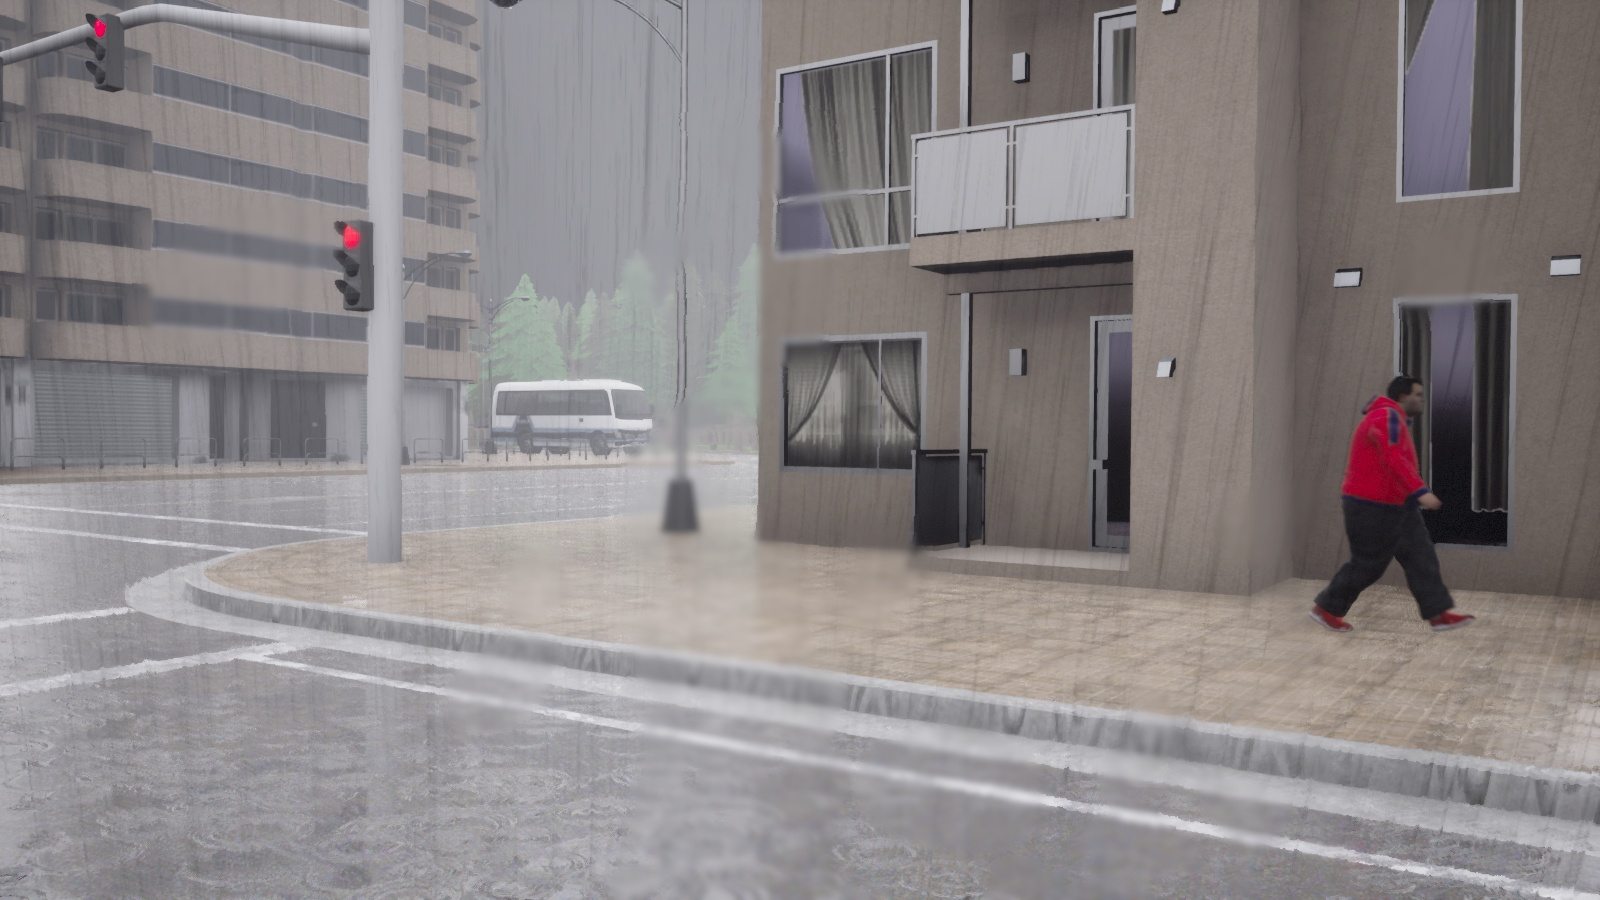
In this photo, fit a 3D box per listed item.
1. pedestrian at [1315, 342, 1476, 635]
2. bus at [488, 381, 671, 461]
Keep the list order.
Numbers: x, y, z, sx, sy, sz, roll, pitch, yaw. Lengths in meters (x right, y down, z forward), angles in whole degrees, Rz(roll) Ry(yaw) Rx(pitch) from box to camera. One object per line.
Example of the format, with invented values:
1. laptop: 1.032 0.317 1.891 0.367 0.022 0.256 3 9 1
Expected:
1. pedestrian: 3.989 0.239 8.403 0.899 1.844 0.634 0 1 32
2. bus: -12.584 -1.558 71.144 10.273 4.253 3.944 0 1 34
